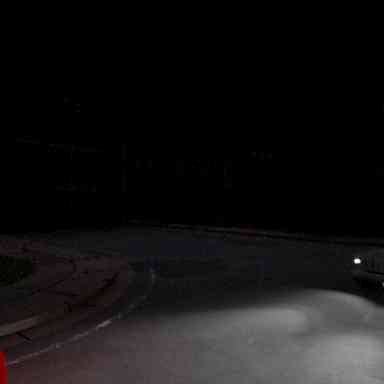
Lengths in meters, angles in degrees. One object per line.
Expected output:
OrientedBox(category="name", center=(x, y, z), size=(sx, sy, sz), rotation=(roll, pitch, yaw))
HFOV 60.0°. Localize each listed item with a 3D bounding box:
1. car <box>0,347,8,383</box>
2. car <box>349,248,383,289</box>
OrientedBox(category="car", center=(-3.876, 1.203, 1.265), size=(5.566, 2.045, 2.150), rotation=(1, 0, -34))
OrientedBox(category="car", center=(5.954, 1.689, 8.288), size=(4.718, 1.301, 1.895), rotation=(1, 0, -36))
